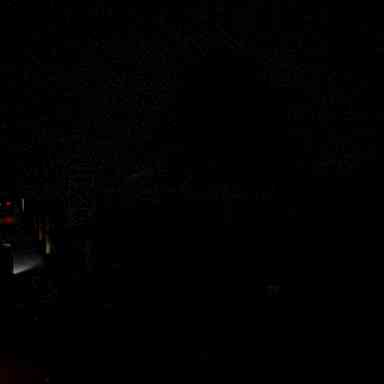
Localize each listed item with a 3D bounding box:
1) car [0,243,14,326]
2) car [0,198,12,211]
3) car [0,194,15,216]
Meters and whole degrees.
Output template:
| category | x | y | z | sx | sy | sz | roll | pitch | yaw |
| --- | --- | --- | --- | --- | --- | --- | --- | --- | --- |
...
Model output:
| category | x | y | z | sx | sy | sz | roll | pitch | yaw |
| --- | --- | --- | --- | --- | --- | --- | --- | --- | --- |
| car | -4.599 | 1.563 | 6.476 | 1.994 | 1.385 | 4.181 | 0 | 0 | -28 |
| car | -23.932 | 1.578 | 42.105 | 2.033 | 1.411 | 5.357 | 0 | 0 | -28 |
| car | -18.780 | 1.240 | 32.701 | 2.150 | 2.045 | 5.566 | 0 | 0 | -28 |
